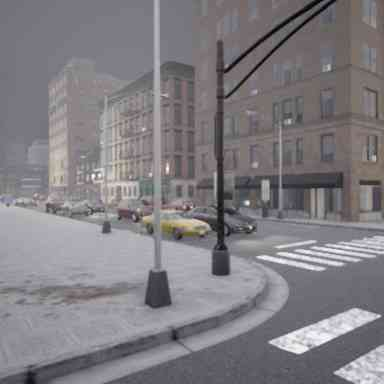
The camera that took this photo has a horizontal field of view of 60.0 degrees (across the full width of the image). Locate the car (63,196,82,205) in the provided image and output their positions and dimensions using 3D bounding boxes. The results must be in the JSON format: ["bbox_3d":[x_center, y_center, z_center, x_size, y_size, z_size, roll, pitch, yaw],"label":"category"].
[{"bbox_3d":[-21.104,1.510,58.829,2.008,1.369,4.403,0,0,-36],"label":"car"}]

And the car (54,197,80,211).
[{"bbox_3d":[-16.177,1.470,42.760,1.882,1.535,5.008,0,0,-36],"label":"car"}]

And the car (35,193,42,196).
[{"bbox_3d":[-34.385,1.523,77.173,1.947,1.339,4.313,0,0,-36],"label":"car"}]

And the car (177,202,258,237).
[{"bbox_3d":[1.427,1.504,18.334,1.837,1.490,4.892,0,0,-37],"label":"car"}]

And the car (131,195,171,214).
[{"bbox_3d":[-4.503,1.280,35.897,2.192,1.841,5.009,0,0,-36],"label":"car"}]

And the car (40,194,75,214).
[{"bbox_3d":[-14.324,1.323,35.778,2.192,1.841,5.009,0,0,-36],"label":"car"}]

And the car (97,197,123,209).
[{"bbox_3d":[-11.242,1.488,45.208,1.752,1.417,4.829,0,0,-36],"label":"car"}]

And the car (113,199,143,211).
[{"bbox_3d":[-7.822,1.530,40.484,1.947,1.339,4.313,0,0,-36],"label":"car"}]

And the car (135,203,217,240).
[{"bbox_3d":[-0.942,1.538,17.296,1.752,1.417,4.829,0,0,-36],"label":"car"}]

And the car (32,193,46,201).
[{"bbox_3d":[-37.706,1.272,81.759,2.192,1.841,5.009,0,0,-36],"label":"car"}]

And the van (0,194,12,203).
[{"bbox_3d":[-37.566,1.343,67.881,1.690,1.788,3.998,0,0,-36],"label":"van"}]

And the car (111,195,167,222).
[{"bbox_3d":[-4.248,1.349,26.189,2.097,1.767,4.553,0,0,-36],"label":"car"}]

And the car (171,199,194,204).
[{"bbox_3d":[-1.182,1.406,31.311,1.967,1.590,4.097,0,0,-36],"label":"car"}]

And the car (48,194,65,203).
[{"bbox_3d":[-27.745,1.273,68.000,2.192,1.841,5.009,0,0,-36],"label":"car"}]

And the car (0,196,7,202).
[{"bbox_3d":[-44.205,1.552,77.054,2.008,1.369,4.403,0,0,-36],"label":"car"}]

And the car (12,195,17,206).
[{"bbox_3d":[-27.504,1.529,53.985,1.752,1.417,4.829,0,0,-36],"label":"car"}]

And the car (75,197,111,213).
[{"bbox_3d":[-10.163,1.499,34.375,1.837,1.490,4.892,0,0,-36],"label":"car"}]

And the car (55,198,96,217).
[{"bbox_3d":[-11.002,1.560,31.192,2.008,1.369,4.403,0,0,-36],"label":"car"}]

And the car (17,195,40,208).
[{"bbox_3d":[-24.284,1.586,49.537,1.802,1.307,4.206,0,0,-36],"label":"car"}]
